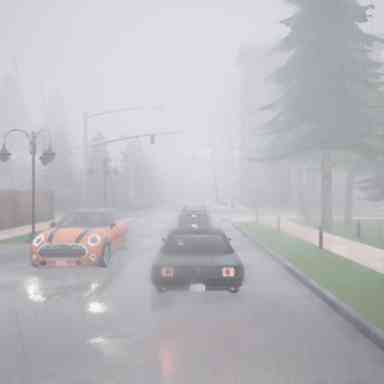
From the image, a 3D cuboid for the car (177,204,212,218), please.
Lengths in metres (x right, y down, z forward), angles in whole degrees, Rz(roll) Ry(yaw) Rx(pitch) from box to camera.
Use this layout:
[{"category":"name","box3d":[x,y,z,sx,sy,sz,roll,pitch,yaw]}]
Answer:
[{"category":"car","box3d":[0.137,1.516,20.286,1.837,1.490,4.892,0,0,0]}]

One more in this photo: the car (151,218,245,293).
[{"category":"car","box3d":[0.119,1.605,8.791,1.895,1.301,4.718,0,0,0]}]

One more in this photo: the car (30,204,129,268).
[{"category":"car","box3d":[-3.550,1.356,11.313,2.097,1.767,4.553,0,0,0]}]
